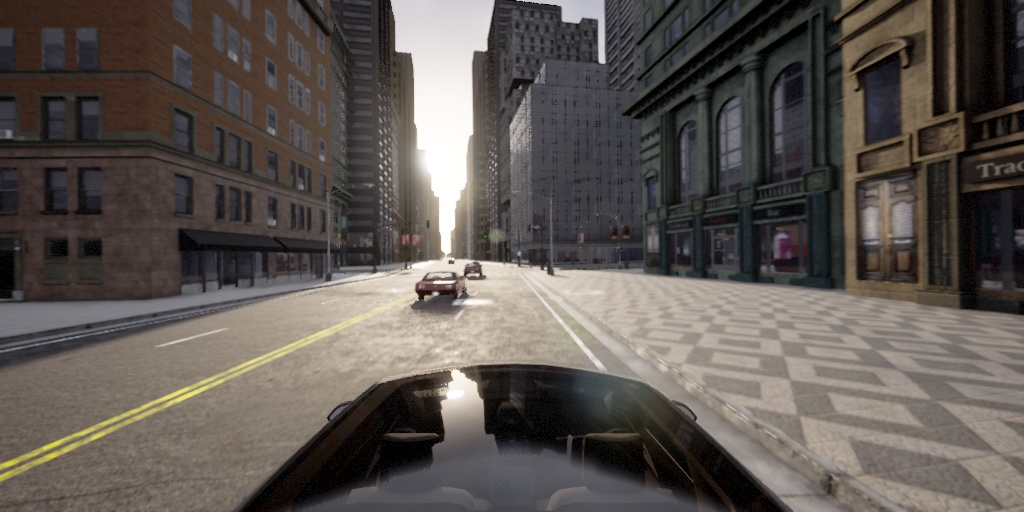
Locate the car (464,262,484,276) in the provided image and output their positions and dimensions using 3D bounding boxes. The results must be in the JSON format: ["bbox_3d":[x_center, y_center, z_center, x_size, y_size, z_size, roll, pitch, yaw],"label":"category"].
[{"bbox_3d":[-4.018,1.321,37.297,1.812,1.442,4.674,-1,0,-4],"label":"car"}]

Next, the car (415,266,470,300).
[{"bbox_3d":[-3.463,1.392,18.229,1.895,1.301,4.718,-1,0,-1],"label":"car"}]
